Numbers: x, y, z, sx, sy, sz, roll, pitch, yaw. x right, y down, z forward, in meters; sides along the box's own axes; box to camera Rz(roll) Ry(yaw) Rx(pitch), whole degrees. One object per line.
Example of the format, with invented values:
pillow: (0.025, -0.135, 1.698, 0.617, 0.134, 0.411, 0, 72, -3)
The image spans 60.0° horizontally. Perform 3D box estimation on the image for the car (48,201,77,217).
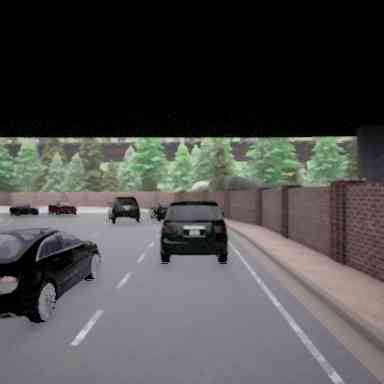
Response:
car: (-13.594, 1.694, 34.843, 1.882, 1.535, 5.008, 1, -1, -38)

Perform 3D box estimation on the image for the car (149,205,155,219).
car: (-2.460, 1.655, 28.527, 2.128, 1.511, 4.902, 0, 0, -18)

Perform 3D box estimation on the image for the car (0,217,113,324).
car: (-3.435, 1.540, 7.241, 2.128, 1.511, 4.902, 0, 0, 0)

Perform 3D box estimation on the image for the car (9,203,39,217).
car: (-17.053, 1.817, 33.808, 1.895, 1.301, 4.718, 0, 0, -39)

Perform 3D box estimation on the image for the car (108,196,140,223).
car: (-5.753, 1.386, 27.793, 2.150, 2.045, 5.566, 0, 0, -18)

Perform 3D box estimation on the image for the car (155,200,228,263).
car: (0.053, 1.291, 12.355, 2.150, 2.045, 5.566, 0, 0, 0)
